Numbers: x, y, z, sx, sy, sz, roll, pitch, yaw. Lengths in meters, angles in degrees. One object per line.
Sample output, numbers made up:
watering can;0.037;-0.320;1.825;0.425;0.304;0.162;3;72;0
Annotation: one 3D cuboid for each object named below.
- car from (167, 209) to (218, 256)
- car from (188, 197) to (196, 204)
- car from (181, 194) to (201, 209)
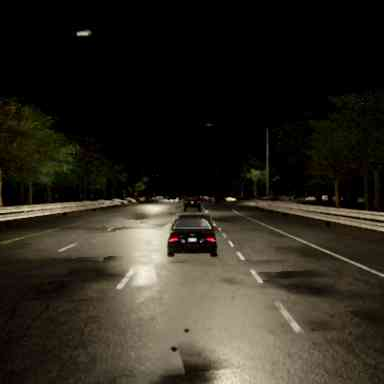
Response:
car;0.013;1.630;13.393;2.033;1.411;5.357;0;0;0
car;0.076;1.978;81.280;1.882;1.535;5.008;0;0;0
car;0.041;1.492;44.083;2.150;2.045;5.566;0;0;0
